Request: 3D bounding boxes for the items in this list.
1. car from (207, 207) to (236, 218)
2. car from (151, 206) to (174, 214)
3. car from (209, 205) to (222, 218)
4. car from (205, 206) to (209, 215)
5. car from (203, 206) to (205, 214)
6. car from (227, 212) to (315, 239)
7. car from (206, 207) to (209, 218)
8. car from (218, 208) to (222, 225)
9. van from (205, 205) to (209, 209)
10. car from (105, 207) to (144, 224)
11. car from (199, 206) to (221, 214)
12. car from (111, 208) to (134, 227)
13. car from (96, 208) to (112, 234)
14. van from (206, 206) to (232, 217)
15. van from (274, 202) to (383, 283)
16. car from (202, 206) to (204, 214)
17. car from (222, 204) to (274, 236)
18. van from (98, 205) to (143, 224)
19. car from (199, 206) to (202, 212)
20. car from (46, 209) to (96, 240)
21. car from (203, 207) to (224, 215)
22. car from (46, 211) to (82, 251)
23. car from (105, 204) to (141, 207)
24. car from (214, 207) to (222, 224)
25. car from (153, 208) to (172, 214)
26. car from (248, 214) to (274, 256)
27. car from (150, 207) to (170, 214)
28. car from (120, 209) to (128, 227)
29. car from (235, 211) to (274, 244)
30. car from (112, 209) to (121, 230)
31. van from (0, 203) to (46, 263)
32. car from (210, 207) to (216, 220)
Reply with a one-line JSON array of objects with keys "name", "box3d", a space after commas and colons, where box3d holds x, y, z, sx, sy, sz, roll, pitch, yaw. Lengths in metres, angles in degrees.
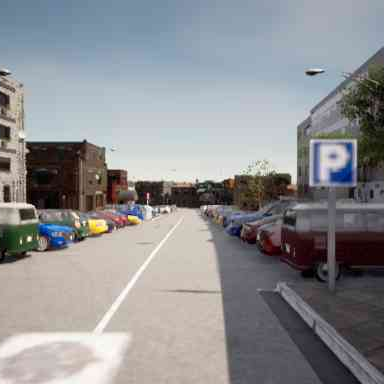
[{"name": "car", "box3d": [4.681, 3.285, 53.626, 4.553, 1.767, 2.185, 0, -2, 0]}, {"name": "car", "box3d": [-7.708, 4.174, 77.008, 5.566, 2.045, 2.435, 0, -2, 0]}, {"name": "car", "box3d": [4.618, 2.679, 39.672, 4.553, 1.767, 2.185, 0, -2, 0]}, {"name": "car", "box3d": [4.656, 3.048, 45.247, 4.892, 1.521, 2.231, 0, -2, 0]}, {"name": "car", "box3d": [4.645, 3.295, 50.954, 5.008, 1.535, 2.097, 0, -2, 0]}, {"name": "car", "box3d": [4.621, 1.985, 20.126, 4.792, 1.488, 2.163, 0, -2, 0]}, {"name": "car", "box3d": [4.644, 2.927, 42.455, 4.892, 1.521, 2.231, 0, -2, 0]}, {"name": "car", "box3d": [4.680, 2.227, 25.708, 4.792, 1.488, 2.163, 0, -2, 0]}, {"name": "van", "box3d": [4.534, 2.942, 48.048, 4.442, 1.987, 1.878, 0, -2, 0]}, {"name": "car", "box3d": [-7.494, 2.429, 31.143, 5.366, 1.575, 1.946, 0, -2, 0]}, {"name": "car", "box3d": [4.623, 4.615, 87.123, 5.566, 2.045, 2.435, 0, -2, 0]}, {"name": "car", "box3d": [-7.677, 2.346, 28.228, 4.674, 1.452, 2.002, 0, -2, 0]}, {"name": "car", "box3d": [-7.865, 1.944, 19.989, 5.366, 1.575, 1.946, 0, -2, 0]}, {"name": "van", "box3d": [4.767, 3.428, 59.211, 4.442, 1.987, 1.878, 0, -2, 0]}, {"name": "van", "box3d": [4.767, 1.312, 8.996, 4.442, 1.987, 1.878, 0, -2, 0]}, {"name": "car", "box3d": [4.679, 3.804, 61.994, 4.792, 1.488, 2.163, 0, -3, 0]}, {"name": "car", "box3d": [4.622, 1.583, 17.348, 5.566, 2.045, 2.435, 0, -2, 0]}, {"name": "van", "box3d": [-7.796, 2.443, 36.605, 4.442, 1.987, 1.878, 0, -2, 0]}, {"name": "car", "box3d": [4.678, 3.766, 67.587, 5.566, 2.045, 2.435, 0, -2, 0]}, {"name": "car", "box3d": [-7.648, 1.695, 17.079, 4.553, 1.767, 2.185, 0, -2, 0]}, {"name": "car", "box3d": [4.682, 4.134, 73.162, 4.553, 1.767, 2.185, 0, -2, 0]}, {"name": "car", "box3d": [-7.685, 1.704, 14.286, 5.008, 1.535, 2.097, 0, -2, 0]}, {"name": "car", "box3d": [-7.708, 2.297, 33.817, 5.566, 2.045, 2.435, 0, -2, 0]}, {"name": "car", "box3d": [4.836, 2.316, 28.501, 5.366, 1.575, 1.946, 0, -2, 0]}, {"name": "car", "box3d": [-7.676, 4.848, 85.801, 4.674, 1.452, 2.002, 0, -2, 0]}, {"name": "car", "box3d": [4.680, 1.646, 11.773, 4.792, 1.488, 2.163, 0, -2, 0]}, {"name": "car", "box3d": [-7.648, 4.421, 79.813, 4.553, 1.767, 2.185, 0, -3, 0]}, {"name": "car", "box3d": [-7.677, 2.230, 25.563, 4.674, 1.452, 2.002, 0, -2, 0]}, {"name": "car", "box3d": [4.650, 1.719, 14.605, 5.008, 1.535, 2.097, 0, -3, 0]}, {"name": "car", "box3d": [-7.651, 2.098, 22.777, 4.792, 1.488, 2.163, 0, -2, 0]}, {"name": "van", "box3d": [-7.796, 1.381, 11.521, 4.442, 1.987, 1.878, 0, -2, 0]}, {"name": "car", "box3d": [4.836, 2.559, 34.083, 5.366, 1.575, 1.946, 0, -3, 0]}]
